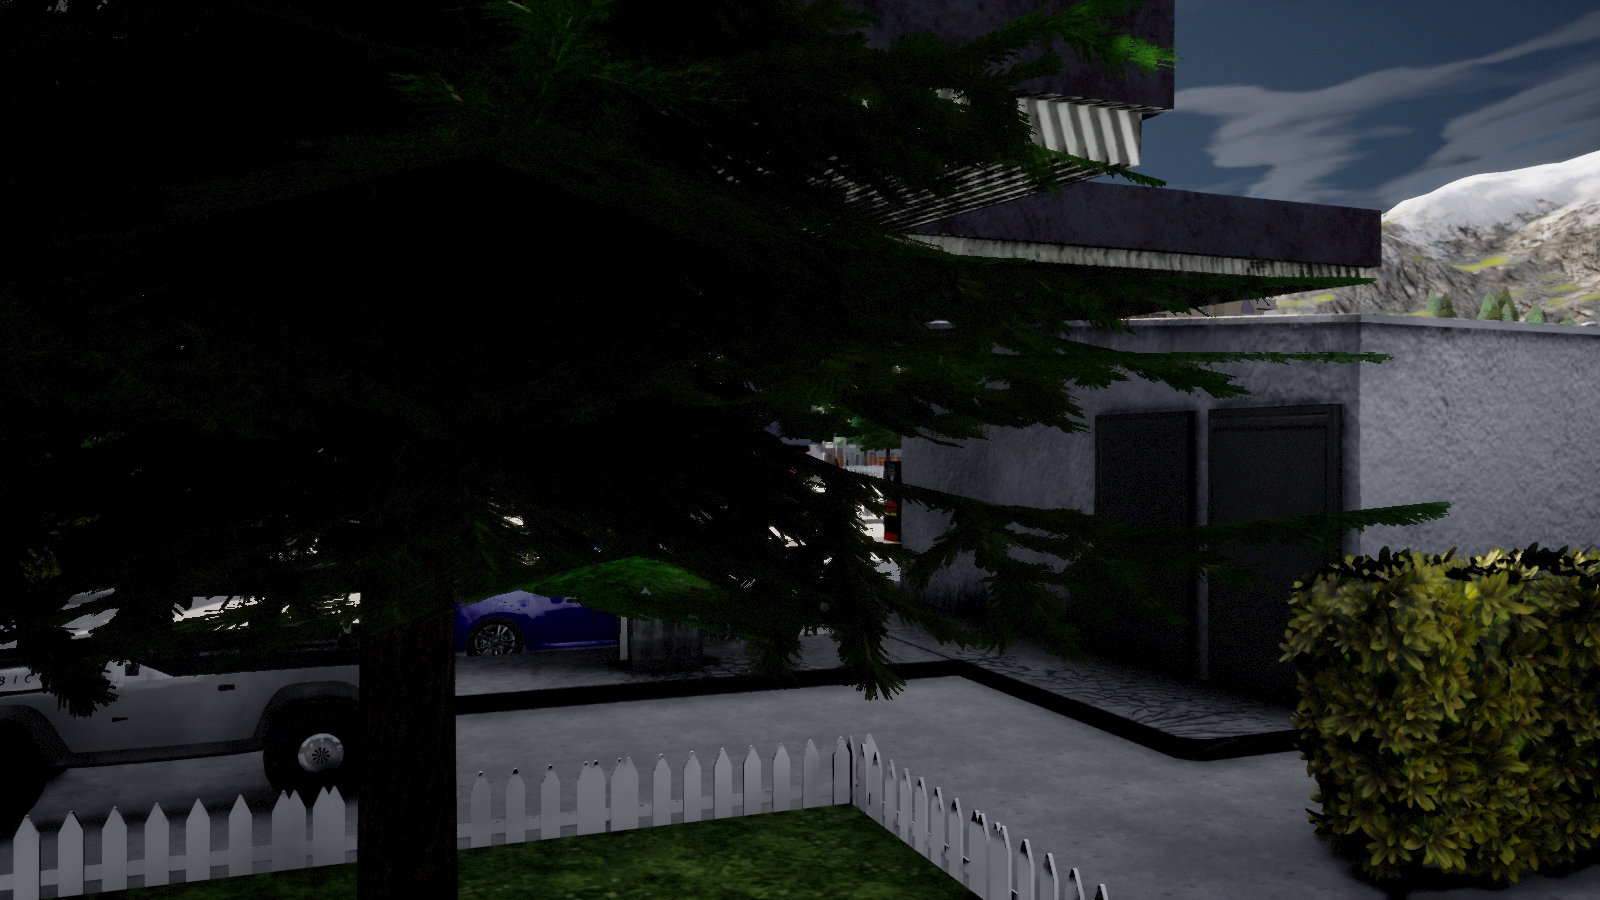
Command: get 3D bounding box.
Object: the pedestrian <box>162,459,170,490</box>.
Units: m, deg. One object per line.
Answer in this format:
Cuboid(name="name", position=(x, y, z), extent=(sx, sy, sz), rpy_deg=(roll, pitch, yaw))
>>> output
Cuboid(name="pedestrian", position=(-38.388, 1.502, 69.136), extent=(0.375, 1.860, 0.375), rpy_deg=(0, 0, -21))
